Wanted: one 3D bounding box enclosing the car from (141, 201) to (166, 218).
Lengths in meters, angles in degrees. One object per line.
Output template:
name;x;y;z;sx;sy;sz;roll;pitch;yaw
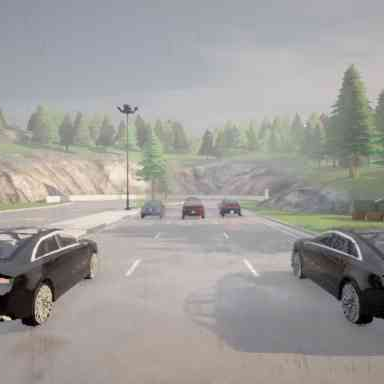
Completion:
car;-3.405;1.547;29.851;2.033;1.411;5.357;0;0;0

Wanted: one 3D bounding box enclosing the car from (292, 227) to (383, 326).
car;3.599;1.492;7.052;2.128;1.511;4.902;0;0;0

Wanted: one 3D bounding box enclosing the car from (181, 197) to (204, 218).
car;0.087;1.478;29.731;1.882;1.535;5.008;0;0;-1

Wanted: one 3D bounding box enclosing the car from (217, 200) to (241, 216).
car;3.595;1.505;32.113;1.837;1.490;4.892;0;0;0

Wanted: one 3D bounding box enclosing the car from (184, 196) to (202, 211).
car;0.116;1.352;41.289;2.097;1.767;4.553;0;0;1

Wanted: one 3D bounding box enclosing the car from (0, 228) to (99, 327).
car;-3.402;1.492;6.988;2.128;1.511;4.902;0;0;0
